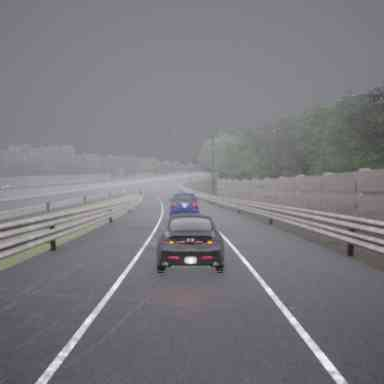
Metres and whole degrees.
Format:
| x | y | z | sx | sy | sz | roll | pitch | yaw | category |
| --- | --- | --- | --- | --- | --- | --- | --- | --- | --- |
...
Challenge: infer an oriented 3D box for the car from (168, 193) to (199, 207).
| x | y | z | sx | sy | sz | roll | pitch | yaw | category |
| --- | --- | --- | --- | --- | --- | --- | --- | --- | --- |
| -0.655 | 1.060 | 26.239 | 2.150 | 2.045 | 5.566 | 0 | 1 | -3 | car |

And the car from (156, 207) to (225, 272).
| x | y | z | sx | sy | sz | roll | pitch | yaw | category |
| --- | --- | --- | --- | --- | --- | --- | --- | --- | --- |
| -0.050 | 1.437 | 10.558 | 1.837 | 1.490 | 4.892 | 0 | 0 | 0 | car |
